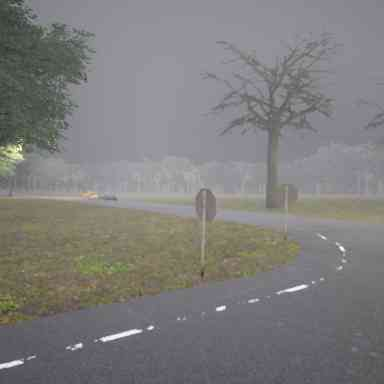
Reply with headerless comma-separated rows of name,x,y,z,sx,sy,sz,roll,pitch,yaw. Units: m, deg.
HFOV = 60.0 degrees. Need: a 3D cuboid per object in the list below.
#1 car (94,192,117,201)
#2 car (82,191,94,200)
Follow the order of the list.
car,-13.734,0.729,53.694,1.994,1.385,4.181,2,-1,-35
car,-18.294,0.611,59.991,1.882,1.535,5.008,2,-1,-36
